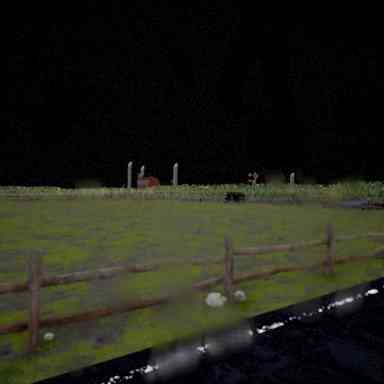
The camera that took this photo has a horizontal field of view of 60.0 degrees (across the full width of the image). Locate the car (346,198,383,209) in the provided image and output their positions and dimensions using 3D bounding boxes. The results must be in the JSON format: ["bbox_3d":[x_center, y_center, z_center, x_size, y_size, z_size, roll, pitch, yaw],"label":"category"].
[{"bbox_3d":[24.839,1.627,47.669,1.895,1.301,4.718,1,0,-35],"label":"car"}]

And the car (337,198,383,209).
[{"bbox_3d":[22.739,1.518,45.498,2.033,1.411,5.357,1,0,-35],"label":"car"}]

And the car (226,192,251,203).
[{"bbox_3d":[9.043,1.048,65.031,2.150,2.045,5.566,1,-1,-35],"label":"car"}]
